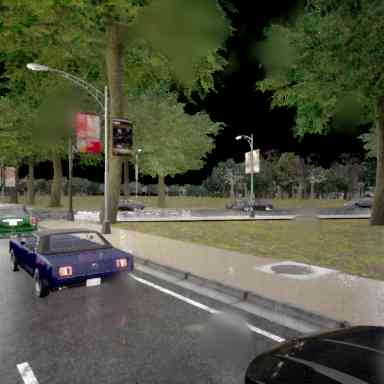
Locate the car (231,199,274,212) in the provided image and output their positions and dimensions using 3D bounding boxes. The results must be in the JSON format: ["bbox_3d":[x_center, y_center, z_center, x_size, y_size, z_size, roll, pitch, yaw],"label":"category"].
[{"bbox_3d":[7.734,1.707,41.305,4.892,1.490,1.837,1,0,-14],"label":"car"}]

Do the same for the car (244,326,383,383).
[{"bbox_3d":[2.352,1.478,1.244,1.882,1.535,5.008,0,0,-38],"label":"car"}]

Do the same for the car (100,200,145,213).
[{"bbox_3d":[-7.742,1.602,37.348,4.902,1.511,2.128,0,0,-14],"label":"car"}]

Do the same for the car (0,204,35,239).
[{"bbox_3d":[-8.909,1.352,15.837,2.097,1.767,4.553,0,0,-38],"label":"car"}]

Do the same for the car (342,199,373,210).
[{"bbox_3d":[24.564,1.809,48.910,4.902,1.511,2.128,0,0,-14],"label":"car"}]

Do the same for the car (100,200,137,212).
[{"bbox_3d":[-8.944,1.671,40.395,4.181,1.385,1.994,0,0,-14],"label":"car"}]

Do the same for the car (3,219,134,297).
[{"bbox_3d":[-3.419,1.601,8.719,1.895,1.301,4.718,0,0,-38],"label":"car"}]

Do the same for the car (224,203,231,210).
[{"bbox_3d":[6.714,1.704,44.401,4.892,1.490,1.837,1,0,-14],"label":"car"}]
